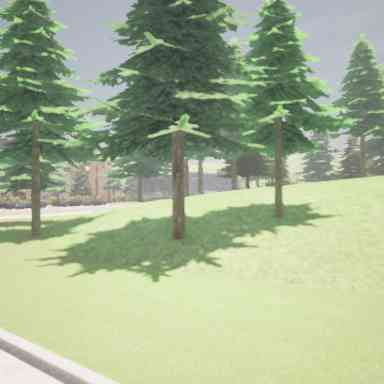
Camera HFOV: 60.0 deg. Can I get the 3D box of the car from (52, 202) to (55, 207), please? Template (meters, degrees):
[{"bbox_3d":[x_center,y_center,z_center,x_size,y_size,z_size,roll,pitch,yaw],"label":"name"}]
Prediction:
[{"bbox_3d":[-25.632,2.256,66.439,1.895,1.301,4.718,-1,0,35],"label":"car"}]

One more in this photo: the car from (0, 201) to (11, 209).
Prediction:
[{"bbox_3d":[-28.873,2.223,55.862,1.895,1.301,4.718,-1,0,35],"label":"car"}]

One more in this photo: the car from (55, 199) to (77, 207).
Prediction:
[{"bbox_3d":[-23.077,2.100,64.003,1.882,1.535,5.008,-1,0,35],"label":"car"}]

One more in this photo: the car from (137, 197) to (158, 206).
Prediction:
[{"bbox_3d":[-8.584,1.848,64.628,2.097,1.767,4.553,-1,0,35],"label":"car"}]

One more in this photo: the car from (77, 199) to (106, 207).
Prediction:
[{"bbox_3d":[-18.874,2.090,63.945,1.837,1.490,4.892,-1,-1,36],"label":"car"}]

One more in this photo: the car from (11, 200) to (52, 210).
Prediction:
[{"bbox_3d":[-25.979,2.075,53.917,2.128,1.511,4.902,-1,0,35],"label":"car"}]

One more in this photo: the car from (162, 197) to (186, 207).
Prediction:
[{"bbox_3d":[-3.736,1.809,65.365,2.097,1.767,4.553,-1,0,36],"label":"car"}]
